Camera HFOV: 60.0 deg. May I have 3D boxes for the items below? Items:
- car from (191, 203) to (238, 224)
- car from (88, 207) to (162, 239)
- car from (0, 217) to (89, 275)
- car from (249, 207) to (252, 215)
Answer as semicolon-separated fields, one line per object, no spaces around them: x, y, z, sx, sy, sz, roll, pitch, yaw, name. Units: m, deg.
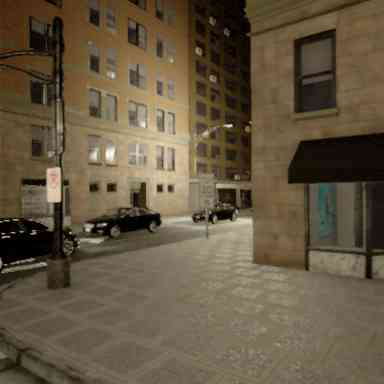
1.813;1.616;25.868;1.837;1.490;4.892;-1;0;36;car
-3.693;1.584;18.236;2.128;1.511;4.902;-1;0;35;car
-5.673;1.560;10.427;1.837;1.490;4.892;-5;-2;19;car
7.636;1.734;33.954;1.895;1.301;4.718;-1;0;36;car
